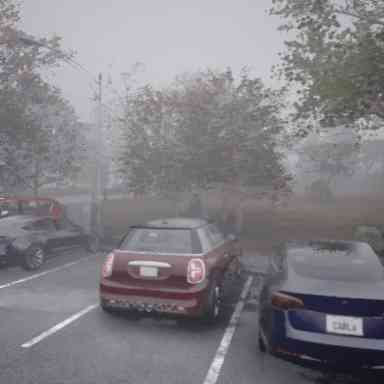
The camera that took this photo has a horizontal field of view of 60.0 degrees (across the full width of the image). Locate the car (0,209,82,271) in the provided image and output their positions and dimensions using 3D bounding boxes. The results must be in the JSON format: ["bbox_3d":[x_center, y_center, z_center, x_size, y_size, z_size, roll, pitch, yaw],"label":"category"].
[{"bbox_3d":[-4.928,1.499,10.973,2.163,1.488,4.792,0,-1,16],"label":"car"}]

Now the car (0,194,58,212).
[{"bbox_3d":[-7.330,1.214,12.627,2.435,2.045,5.566,1,-1,16],"label":"car"}]

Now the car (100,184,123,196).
[{"bbox_3d":[-11.351,-0.346,48.045,1.882,1.535,5.008,2,5,37],"label":"car"}]

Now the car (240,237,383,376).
[{"bbox_3d":[2.267,1.513,5.844,2.163,1.488,4.792,0,-1,15],"label":"car"}]

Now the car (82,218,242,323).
[{"bbox_3d":[-0.144,1.352,7.498,2.185,1.767,4.553,0,-1,15],"label":"car"}]

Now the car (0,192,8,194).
[{"bbox_3d":[-18.792,0.731,32.573,2.128,1.511,4.902,2,4,37],"label":"car"}]
